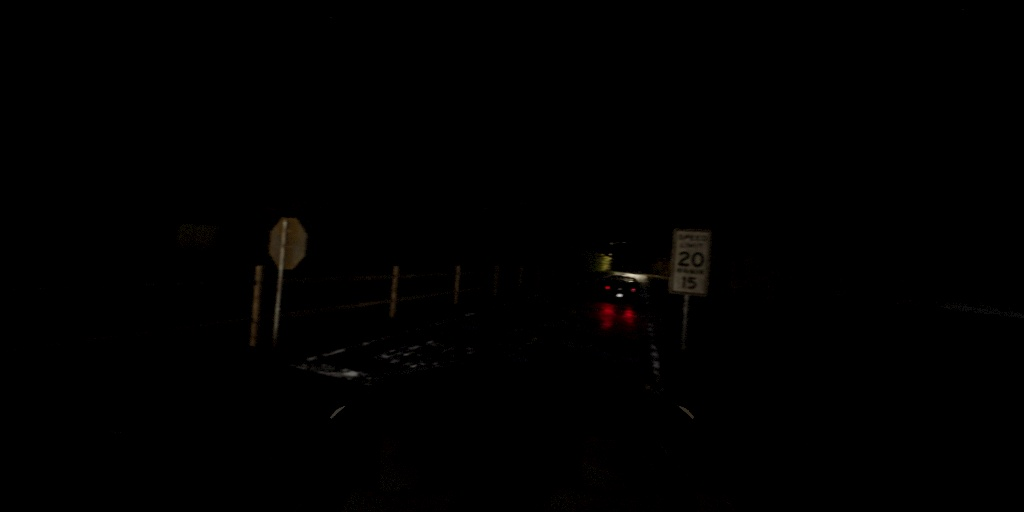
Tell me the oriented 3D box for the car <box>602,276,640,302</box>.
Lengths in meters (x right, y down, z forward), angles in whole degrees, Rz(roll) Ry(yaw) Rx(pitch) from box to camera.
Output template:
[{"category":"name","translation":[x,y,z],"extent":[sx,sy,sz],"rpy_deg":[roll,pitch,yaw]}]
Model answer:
[{"category":"car","translation":[6.459,1.829,20.963],"extent":[1.895,1.301,4.718],"rpy_deg":[5,0,20]}]
